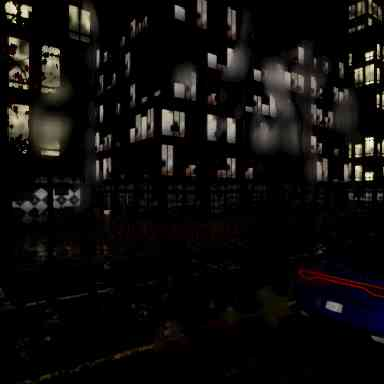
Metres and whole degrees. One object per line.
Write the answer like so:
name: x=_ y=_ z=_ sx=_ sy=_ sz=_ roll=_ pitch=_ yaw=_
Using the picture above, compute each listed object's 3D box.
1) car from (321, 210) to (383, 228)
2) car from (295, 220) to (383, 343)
car: x=8.140 y=1.563 z=16.226 sx=4.313 sy=1.339 sz=1.947 roll=0 pitch=0 yaw=-36
car: x=4.050 y=1.477 z=6.204 sx=5.008 sy=1.535 sz=1.882 roll=0 pitch=0 yaw=-35
